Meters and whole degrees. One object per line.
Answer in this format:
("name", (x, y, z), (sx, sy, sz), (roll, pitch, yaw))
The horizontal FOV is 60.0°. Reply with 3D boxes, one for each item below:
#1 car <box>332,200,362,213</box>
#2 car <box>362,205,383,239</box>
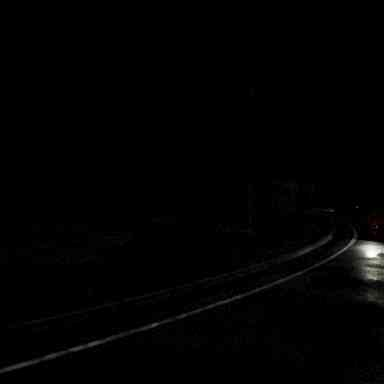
("car", (17.954, 1.647, 38.412), (1.994, 1.385, 4.181), (1, 0, -3))
("car", (10.167, 1.526, 17.366), (1.882, 1.535, 5.008), (1, 0, 25))
